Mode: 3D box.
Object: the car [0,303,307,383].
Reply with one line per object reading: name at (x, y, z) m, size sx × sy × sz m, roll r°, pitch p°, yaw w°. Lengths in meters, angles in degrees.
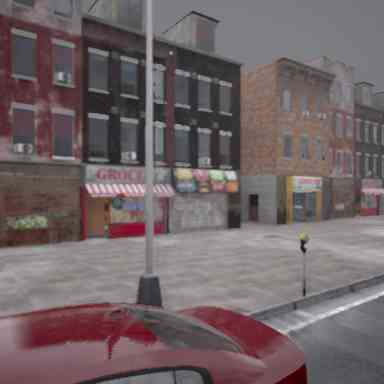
car at (-1.166, 1.545, 1.978) m, size 4.507 × 1.381 × 1.887 m, roll 0°, pitch 0°, yaw -35°
